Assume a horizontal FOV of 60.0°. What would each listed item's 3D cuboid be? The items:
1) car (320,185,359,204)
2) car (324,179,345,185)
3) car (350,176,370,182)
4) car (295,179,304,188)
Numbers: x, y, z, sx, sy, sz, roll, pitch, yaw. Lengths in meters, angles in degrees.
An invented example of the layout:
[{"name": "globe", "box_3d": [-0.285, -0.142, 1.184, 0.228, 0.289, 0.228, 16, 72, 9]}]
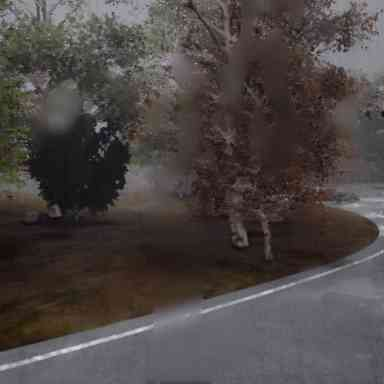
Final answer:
[{"name": "car", "box_3d": [14.175, 0.346, 33.391, 2.033, 1.411, 5.357, -4, 2, -14]}, {"name": "car", "box_3d": [26.868, -1.826, 63.445, 4.902, 1.511, 2.128, -4, 3, -20]}, {"name": "car", "box_3d": [34.256, -2.547, 67.535, 4.892, 1.490, 1.837, -3, 2, 4]}, {"name": "car", "box_3d": [19.720, -1.646, 63.267, 5.566, 2.045, 2.150, -6, 3, -36]}]
